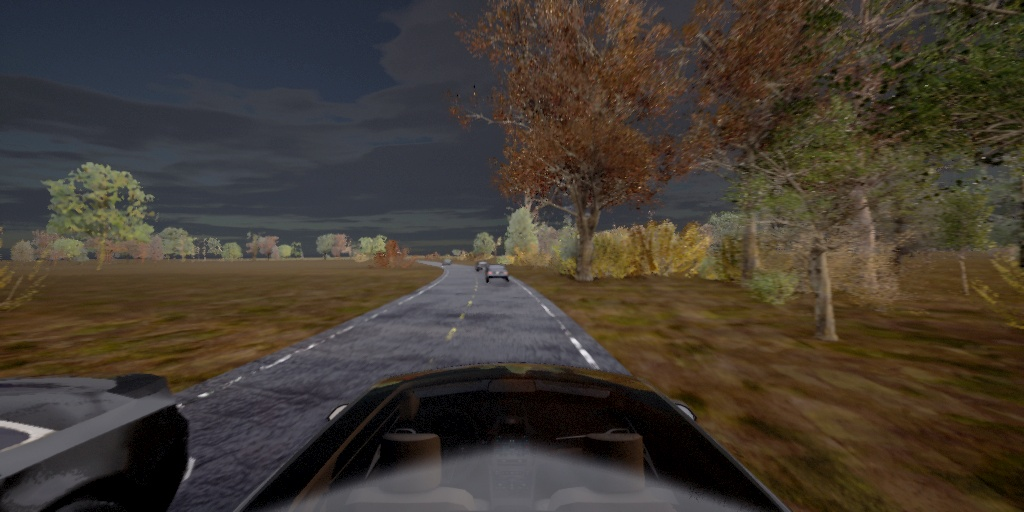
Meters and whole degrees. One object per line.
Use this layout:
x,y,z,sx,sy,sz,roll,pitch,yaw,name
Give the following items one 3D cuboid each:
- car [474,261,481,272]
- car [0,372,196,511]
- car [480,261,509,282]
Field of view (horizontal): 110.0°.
-3.946,1.333,48.285,1.812,1.442,4.674,0,0,-10,car
-3.144,1.267,0.410,2.128,1.511,4.902,0,0,0,car
-1.317,1.321,29.531,2.033,1.411,5.357,0,0,-6,car
